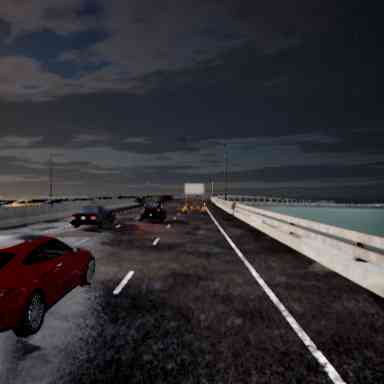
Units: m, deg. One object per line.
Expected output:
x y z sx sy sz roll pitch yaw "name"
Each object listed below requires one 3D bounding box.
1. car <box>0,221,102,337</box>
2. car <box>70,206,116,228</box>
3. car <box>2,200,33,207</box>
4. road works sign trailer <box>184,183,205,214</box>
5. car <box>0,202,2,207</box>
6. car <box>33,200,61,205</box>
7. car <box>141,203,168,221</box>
-3.383 1.563 6.588 1.812 1.442 4.674 0 0 0 "car"
-6.782 1.678 23.298 2.033 1.411 5.357 0 0 1 "car"
-20.745 1.704 40.951 1.882 1.535 5.008 0 0 1 "car"
0.278 0.671 37.588 2.380 3.560 2.880 0 0 1 "road works sign trailer"
-24.262 1.824 40.175 1.895 1.301 4.718 0 0 1 "car"
-17.247 1.752 40.870 1.812 1.442 4.674 0 0 1 "car"
-3.226 1.651 28.715 2.128 1.511 4.902 0 0 1 "car"
